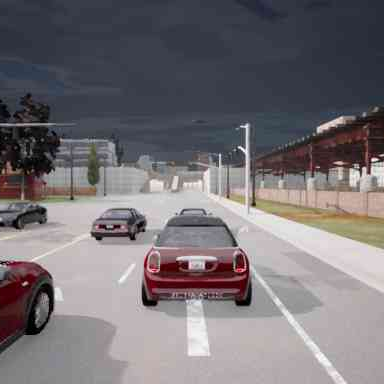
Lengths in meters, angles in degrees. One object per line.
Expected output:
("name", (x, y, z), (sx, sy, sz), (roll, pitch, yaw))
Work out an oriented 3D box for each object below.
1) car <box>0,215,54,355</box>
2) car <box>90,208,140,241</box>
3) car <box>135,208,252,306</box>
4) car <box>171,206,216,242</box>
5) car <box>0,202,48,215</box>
("car", (-3.406, 1.349, 3.854), (2.097, 1.767, 4.553), (0, 0, 0))
("car", (-3.431, 1.487, 16.420), (2.033, 1.411, 5.357), (0, 0, 0))
("car", (0.085, 1.336, 8.159), (2.097, 1.767, 4.553), (0, 0, 0))
("car", (0.070, 1.505, 16.719), (1.994, 1.385, 4.181), (0, 0, 0))
("car", (-10.555, 1.409, 20.326), (2.128, 1.511, 4.902), (0, 0, 0))
